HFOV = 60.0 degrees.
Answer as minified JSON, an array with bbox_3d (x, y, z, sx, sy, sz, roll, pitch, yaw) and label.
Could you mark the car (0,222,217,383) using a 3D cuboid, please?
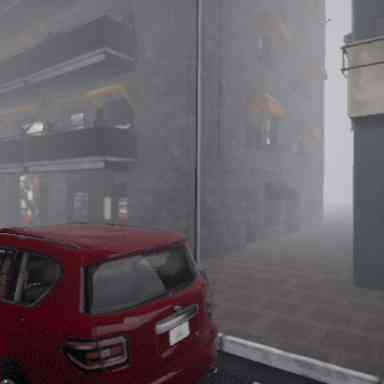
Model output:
[{"bbox_3d":[-2.055,1.336,4.324,5.009,1.841,2.192,0,1,36],"label":"car"}]
